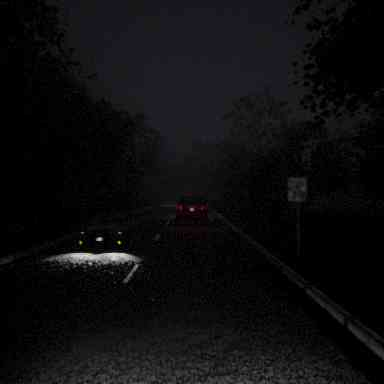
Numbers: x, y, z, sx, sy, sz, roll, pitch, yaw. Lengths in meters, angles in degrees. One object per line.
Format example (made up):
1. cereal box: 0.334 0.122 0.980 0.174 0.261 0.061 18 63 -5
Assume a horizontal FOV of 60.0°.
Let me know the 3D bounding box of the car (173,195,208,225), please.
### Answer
1. car: -0.024 1.214 24.344 2.150 2.045 5.566 0 0 0

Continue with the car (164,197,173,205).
1. car: -3.708 1.487 57.095 1.994 1.385 4.181 0 0 -2

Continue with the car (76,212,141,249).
1. car: -3.423 1.561 14.299 1.994 1.385 4.181 0 0 0

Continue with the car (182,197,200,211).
1. car: -0.120 1.456 42.213 2.128 1.511 4.902 0 0 0
